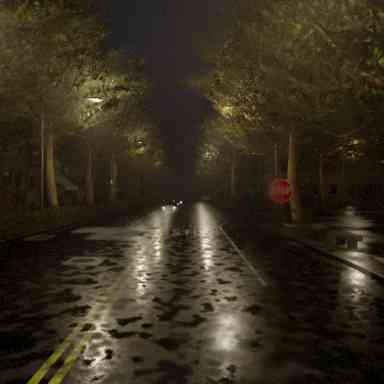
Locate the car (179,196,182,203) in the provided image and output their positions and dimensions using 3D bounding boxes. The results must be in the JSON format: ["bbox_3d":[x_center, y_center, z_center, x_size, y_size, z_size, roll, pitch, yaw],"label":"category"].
[{"bbox_3d":[-3.410,1.543,69.513,2.033,1.411,5.357,0,0,0],"label":"car"}]

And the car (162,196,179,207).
[{"bbox_3d":[-3.518,1.349,52.001,2.097,1.767,4.553,0,0,0],"label":"car"}]

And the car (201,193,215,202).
[{"bbox_3d":[3.148,1.224,73.093,2.435,2.045,5.566,0,0,0],"label":"car"}]

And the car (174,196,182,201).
[{"bbox_3d":[-3.395,1.590,81.477,1.895,1.301,4.718,0,0,0],"label":"car"}]
